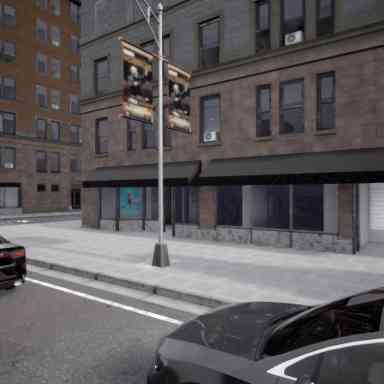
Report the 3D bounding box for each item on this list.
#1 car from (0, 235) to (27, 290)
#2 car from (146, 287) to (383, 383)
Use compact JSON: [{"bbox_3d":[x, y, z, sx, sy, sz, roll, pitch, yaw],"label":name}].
[{"bbox_3d":[-5.911,1.477,7.878,5.008,1.535,1.882,0,0,35],"label":"car"},{"bbox_3d":[1.823,1.505,2.387,4.892,1.490,1.837,0,0,35],"label":"car"}]
